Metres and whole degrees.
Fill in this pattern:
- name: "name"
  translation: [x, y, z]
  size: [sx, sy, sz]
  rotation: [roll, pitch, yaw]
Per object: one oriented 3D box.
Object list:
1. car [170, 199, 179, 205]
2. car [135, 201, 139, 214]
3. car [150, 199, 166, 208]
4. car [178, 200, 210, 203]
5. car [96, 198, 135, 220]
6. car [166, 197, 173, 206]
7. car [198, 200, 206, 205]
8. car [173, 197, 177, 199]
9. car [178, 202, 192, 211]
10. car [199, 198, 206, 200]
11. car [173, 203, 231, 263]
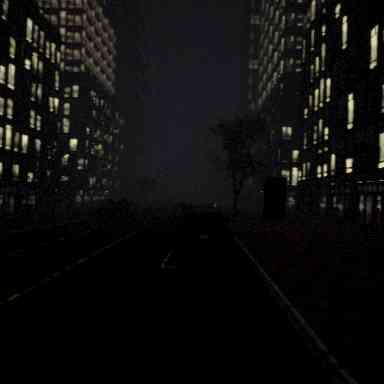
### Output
- name: "car"
  translation: [-1.279, 1.986, 41.767]
  size: [1.837, 1.490, 4.892]
  rotation: [2, -1, 2]
- name: "car"
  translation: [-6.852, 1.654, 35.511]
  size: [1.967, 1.590, 4.097]
  rotation: [2, -1, 2]
- name: "car"
  translation: [-6.144, 1.929, 57.733]
  size: [1.967, 1.590, 4.097]
  rotation: [2, -1, 2]
- name: "car"
  translation: [0.508, 1.603, 18.595]
  size: [2.192, 1.841, 5.009]
  rotation: [2, -1, 2]
- name: "car"
  translation: [-7.024, 1.461, 29.957]
  size: [2.192, 1.841, 5.009]
  rotation: [2, -1, 2]
- name: "car"
  translation: [-5.794, 2.178, 68.843]
  size: [2.008, 1.369, 4.403]
  rotation: [2, -1, 2]
- name: "car"
  translation: [2.608, 2.665, 85.255]
  size: [2.008, 1.369, 4.403]
  rotation: [2, -1, 2]
- name: "car"
  translation: [-5.436, 2.207, 79.955]
  size: [1.967, 1.590, 4.097]
  rotation: [2, -1, 2]
- name: "car"
  translation: [-1.015, 2.203, 51.589]
  size: [1.895, 1.301, 4.718]
  rotation: [2, -1, 2]
- name: "car"
  translation: [1.912, 2.156, 49.185]
  size: [1.882, 1.535, 5.008]
  rotation: [2, -1, 2]
- name: "car"
  translation: [0.428, 1.539, 13.037]
  size: [2.192, 1.841, 5.009]
  rotation: [2, -1, 2]
